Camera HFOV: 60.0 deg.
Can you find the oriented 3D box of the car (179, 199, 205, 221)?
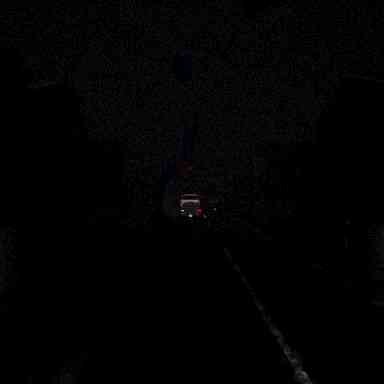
[{"bbox_3d":[-0.100,1.536,27.081,1.812,1.442,4.674,0,0,0],"label":"car"}]

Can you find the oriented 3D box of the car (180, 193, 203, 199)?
[{"bbox_3d":[-0.180,1.239,36.832,2.150,2.045,5.566,0,0,0],"label":"car"}]

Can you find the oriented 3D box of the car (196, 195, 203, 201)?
[{"bbox_3d":[2.093,1.627,91.786,1.887,1.381,4.507,-1,0,0],"label":"car"}]

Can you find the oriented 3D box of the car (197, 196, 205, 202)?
[{"bbox_3d":[2.158,1.650,80.721,1.802,1.307,4.206,-1,0,0],"label":"car"}]

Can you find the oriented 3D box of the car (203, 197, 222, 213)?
[{"bbox_3d":[2.408,1.568,37.211,2.008,1.369,4.403,-1,0,0],"label":"car"}]
